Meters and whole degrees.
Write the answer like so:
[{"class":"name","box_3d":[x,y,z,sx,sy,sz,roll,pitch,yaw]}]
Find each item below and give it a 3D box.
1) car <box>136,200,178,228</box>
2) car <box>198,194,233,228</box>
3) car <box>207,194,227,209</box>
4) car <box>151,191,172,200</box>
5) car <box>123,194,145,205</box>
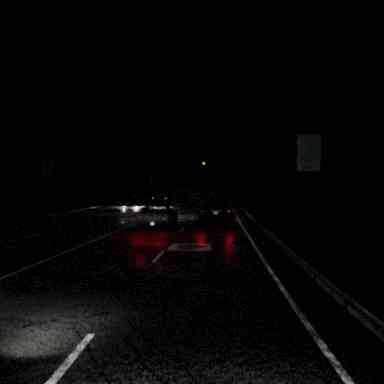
[{"class":"car","box_3d":[-2.032,1.448,20.779,1.895,1.301,4.718,0,1,5]},{"class":"car","box_3d":[1.530,1.207,21.301,2.097,1.767,4.553,0,1,5]},{"class":"car","box_3d":[2.853,1.022,37.836,2.128,1.511,4.902,0,1,5]},{"class":"car","box_3d":[-3.879,0.759,42.677,2.097,1.767,4.553,0,1,5]},{"class":"car","box_3d":[-7.371,0.954,42.933,1.812,1.442,4.674,0,1,5]}]
